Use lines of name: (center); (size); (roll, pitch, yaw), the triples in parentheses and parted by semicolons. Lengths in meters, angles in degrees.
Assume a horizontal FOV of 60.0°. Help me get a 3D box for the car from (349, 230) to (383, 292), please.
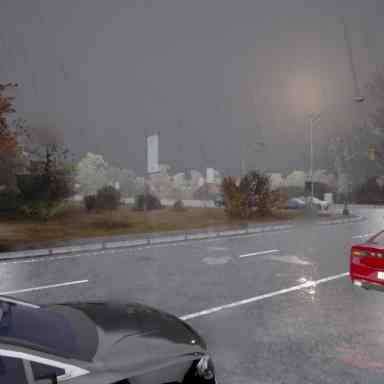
car: (5.709, 1.445, 7.814); (5.008, 1.535, 1.882); (0, 0, -36)

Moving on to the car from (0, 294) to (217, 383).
car: (-2.007, 1.492, 2.299); (4.902, 1.511, 2.128); (0, 0, -35)

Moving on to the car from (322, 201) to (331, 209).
car: (13.898, 1.281, 39.162); (1.812, 1.442, 4.674); (-1, 0, -39)

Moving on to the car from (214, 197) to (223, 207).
car: (5.056, 1.296, 44.561); (1.837, 1.490, 4.892); (-1, 0, -39)

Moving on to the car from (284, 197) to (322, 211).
car: (11.113, 1.334, 37.009); (2.033, 1.411, 5.357); (-1, 0, -39)
